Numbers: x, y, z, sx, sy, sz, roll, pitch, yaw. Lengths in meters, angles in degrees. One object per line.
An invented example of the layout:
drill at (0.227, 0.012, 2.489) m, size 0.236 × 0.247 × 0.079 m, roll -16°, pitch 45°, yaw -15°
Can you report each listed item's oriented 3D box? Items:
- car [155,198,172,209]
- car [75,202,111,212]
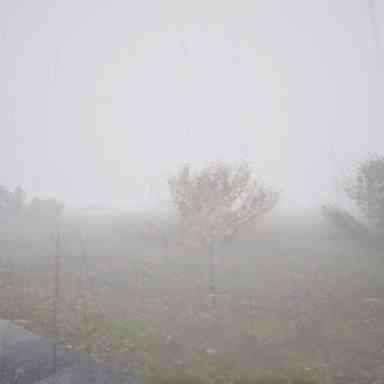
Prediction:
car at (-4.541, 2.119, 63.606) m, size 2.150 × 2.045 × 5.566 m, roll -2°, pitch -2°, yaw 36°
car at (-14.668, 2.252, 49.643) m, size 2.033 × 1.411 × 5.357 m, roll -2°, pitch -2°, yaw 36°
